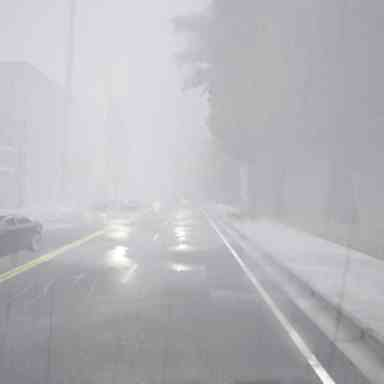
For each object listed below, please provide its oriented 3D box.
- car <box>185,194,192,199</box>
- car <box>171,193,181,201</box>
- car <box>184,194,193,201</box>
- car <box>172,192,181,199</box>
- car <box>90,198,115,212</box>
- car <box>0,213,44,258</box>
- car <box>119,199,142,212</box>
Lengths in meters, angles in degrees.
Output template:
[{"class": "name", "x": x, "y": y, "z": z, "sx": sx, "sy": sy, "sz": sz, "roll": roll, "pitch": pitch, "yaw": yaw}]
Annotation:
[{"class": "car", "x": -0.853, "y": 1.172, "z": 88.460, "sx": 1.812, "sy": 1.442, "sz": 4.674, "roll": 0, "pitch": 1, "yaw": -1}, {"class": "car", "x": -4.013, "y": 1.351, "z": 79.257, "sx": 1.837, "sy": 1.490, "sz": 4.892, "roll": 0, "pitch": 0, "yaw": -1}, {"class": "car", "x": -0.767, "y": 1.196, "z": 79.674, "sx": 2.097, "sy": 1.767, "sz": 4.553, "roll": 0, "pitch": 0, "yaw": -1}, {"class": "car", "x": -4.103, "y": 1.014, "z": 88.396, "sx": 2.097, "sy": 1.767, "sz": 4.553, "roll": 0, "pitch": 1, "yaw": -1}, {"class": "car", "x": -10.109, "y": 1.450, "z": 37.842, "sx": 1.882, "sy": 1.535, "sz": 5.008, "roll": 0, "pitch": 0, "yaw": -1}, {"class": "car", "x": -6.627, "y": 1.481, "z": 10.902, "sx": 2.128, "sy": 1.511, "sz": 4.902, "roll": 0, "pitch": 0, "yaw": 0}, {"class": "car", "x": -6.859, "y": 1.525, "z": 37.874, "sx": 2.033, "sy": 1.411, "sz": 5.357, "roll": 0, "pitch": 0, "yaw": -1}]
